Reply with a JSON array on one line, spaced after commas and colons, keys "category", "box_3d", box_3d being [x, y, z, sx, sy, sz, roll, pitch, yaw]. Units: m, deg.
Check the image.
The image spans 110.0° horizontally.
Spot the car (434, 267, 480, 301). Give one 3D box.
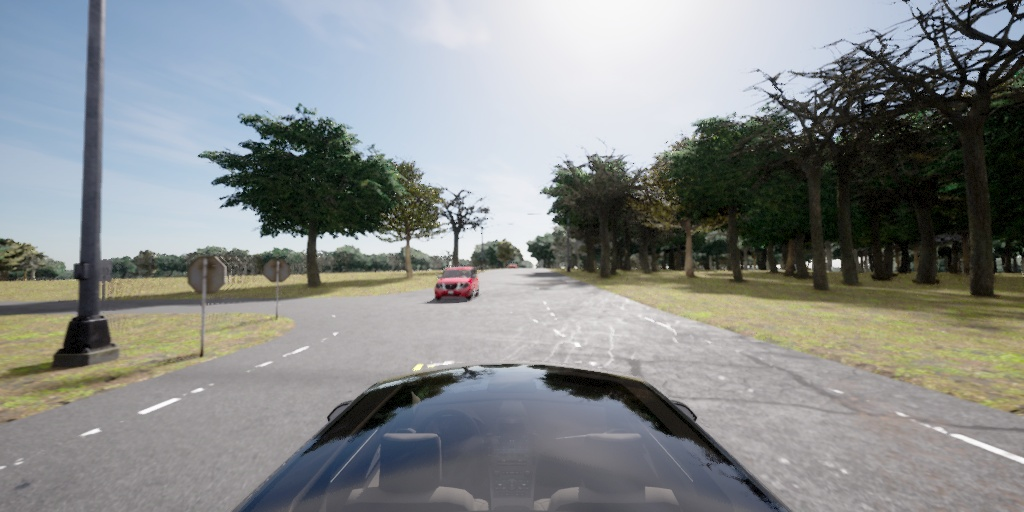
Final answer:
[{"category": "car", "box_3d": [-3.349, 1.723, 22.814, 2.150, 2.045, 5.566, -1, -1, 2]}]
